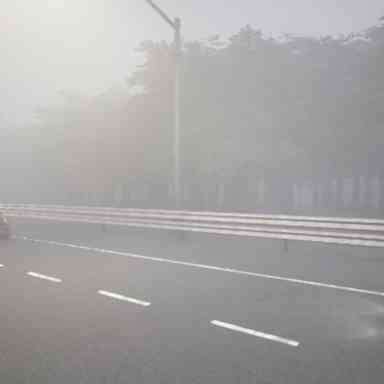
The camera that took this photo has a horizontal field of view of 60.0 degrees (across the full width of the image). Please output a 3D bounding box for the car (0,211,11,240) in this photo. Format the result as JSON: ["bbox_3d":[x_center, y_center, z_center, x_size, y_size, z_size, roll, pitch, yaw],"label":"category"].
[{"bbox_3d":[-10.602,1.356,15.754,4.553,1.767,2.097,0,0,36],"label":"car"}]
